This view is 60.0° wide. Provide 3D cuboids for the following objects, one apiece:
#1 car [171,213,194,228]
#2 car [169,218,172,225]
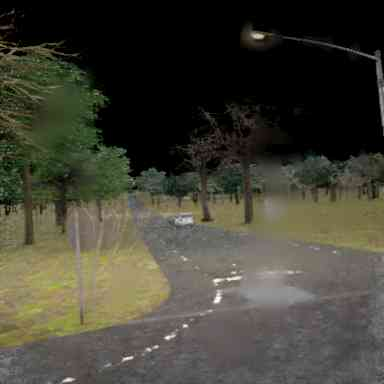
[{"bbox_3d":[-1.177,4.163,48.998,2.150,2.045,5.566,-3,-3,-11],"label":"car"},{"bbox_3d":[-2.973,4.995,58.272,1.812,1.442,4.674,-3,-2,-11],"label":"car"}]
